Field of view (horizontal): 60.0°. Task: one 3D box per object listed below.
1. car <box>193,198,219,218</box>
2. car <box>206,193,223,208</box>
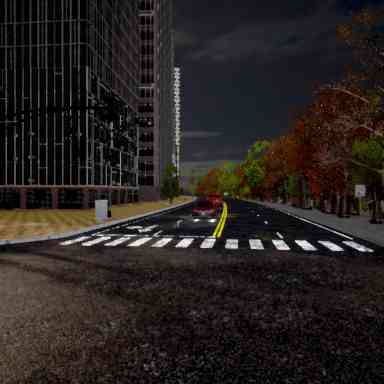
[{"bbox_3d":[1.210,1.543,29.898,1.812,1.442,4.674,0,0,7],"label":"car"},{"bbox_3d":[3.377,1.215,49.937,2.150,2.045,5.566,0,0,6],"label":"car"}]
